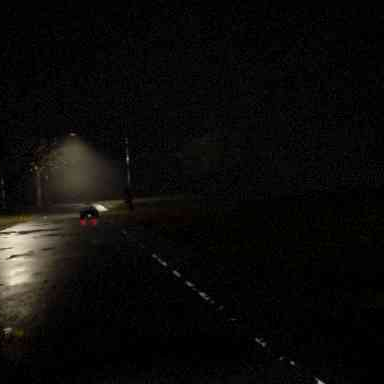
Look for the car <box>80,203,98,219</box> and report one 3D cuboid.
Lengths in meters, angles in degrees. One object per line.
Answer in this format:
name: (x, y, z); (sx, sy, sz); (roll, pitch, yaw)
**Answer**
car: (-11.533, 2.225, 37.251); (1.895, 1.301, 4.718); (-3, 0, -18)
